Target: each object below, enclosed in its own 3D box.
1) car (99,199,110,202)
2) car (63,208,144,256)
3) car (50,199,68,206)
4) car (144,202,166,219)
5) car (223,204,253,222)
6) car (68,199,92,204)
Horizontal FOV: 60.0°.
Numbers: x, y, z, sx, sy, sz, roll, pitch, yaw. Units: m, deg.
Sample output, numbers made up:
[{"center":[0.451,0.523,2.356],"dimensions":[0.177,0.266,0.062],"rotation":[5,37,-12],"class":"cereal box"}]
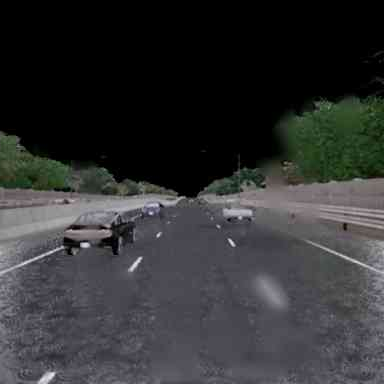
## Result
[{"center":[-14.037,1.877,53.768],"dimensions":[1.994,1.385,4.181],"rotation":[0,-1,0],"class":"car"},{"center":[-3.393,1.484,13.011],"dimensions":[2.128,1.511,4.902],"rotation":[0,0,0],"class":"car"},{"center":[-21.031,1.836,53.361],"dimensions":[1.812,1.442,4.674],"rotation":[0,-1,0],"class":"car"},{"center":[-3.386,1.606,29.815],"dimensions":[1.812,1.442,4.674],"rotation":[0,0,0],"class":"car"},{"center":[3.614,1.658,27.147],"dimensions":[1.895,1.301,4.718],"rotation":[0,0,0],"class":"car"},{"center":[-17.534,1.802,53.369],"dimensions":[2.128,1.511,4.902],"rotation":[0,-1,0],"class":"car"}]
